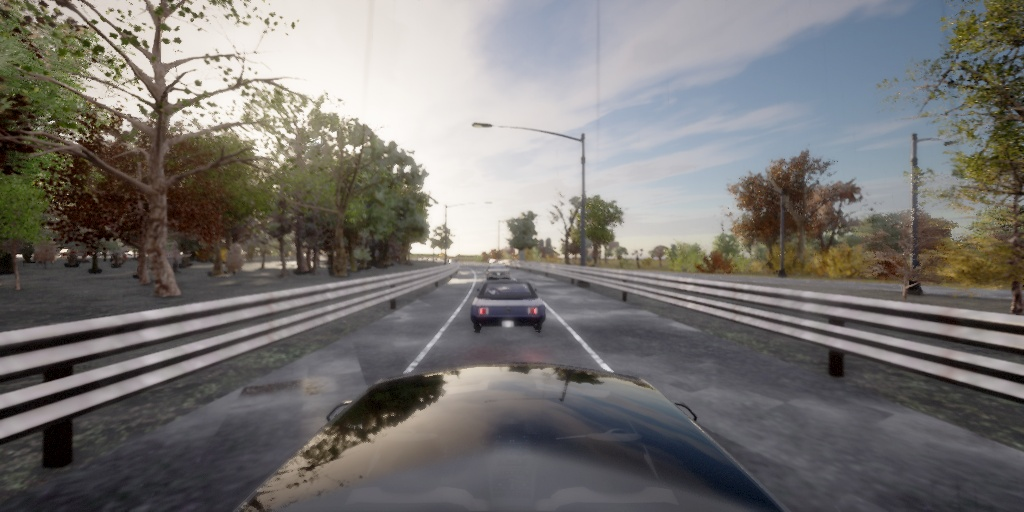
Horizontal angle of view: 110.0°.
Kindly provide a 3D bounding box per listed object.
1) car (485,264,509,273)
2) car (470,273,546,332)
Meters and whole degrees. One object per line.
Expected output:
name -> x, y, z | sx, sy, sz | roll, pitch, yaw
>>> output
car -> -1.178, 1.386, 28.840 | 2.033, 1.411, 5.357 | 0, 0, -4
car -> -0.151, 1.384, 11.004 | 1.895, 1.301, 4.718 | 0, 0, -2
